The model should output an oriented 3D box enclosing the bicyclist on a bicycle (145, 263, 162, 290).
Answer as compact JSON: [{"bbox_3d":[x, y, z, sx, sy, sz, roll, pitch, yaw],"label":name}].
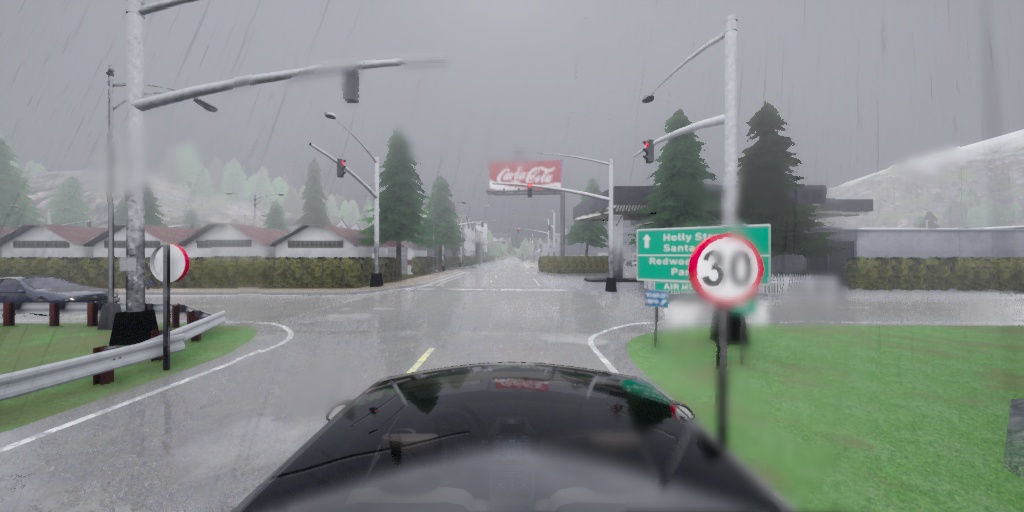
[{"bbox_3d":[-21.677,1.244,21.354,0.582,1.620,1.656,0,0,1],"label":"bicyclist on a bicycle"}]

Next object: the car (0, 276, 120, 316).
[{"bbox_3d":[-18.630,1.489,13.825,5.357,1.411,2.033,0,0,0],"label":"car"}]
